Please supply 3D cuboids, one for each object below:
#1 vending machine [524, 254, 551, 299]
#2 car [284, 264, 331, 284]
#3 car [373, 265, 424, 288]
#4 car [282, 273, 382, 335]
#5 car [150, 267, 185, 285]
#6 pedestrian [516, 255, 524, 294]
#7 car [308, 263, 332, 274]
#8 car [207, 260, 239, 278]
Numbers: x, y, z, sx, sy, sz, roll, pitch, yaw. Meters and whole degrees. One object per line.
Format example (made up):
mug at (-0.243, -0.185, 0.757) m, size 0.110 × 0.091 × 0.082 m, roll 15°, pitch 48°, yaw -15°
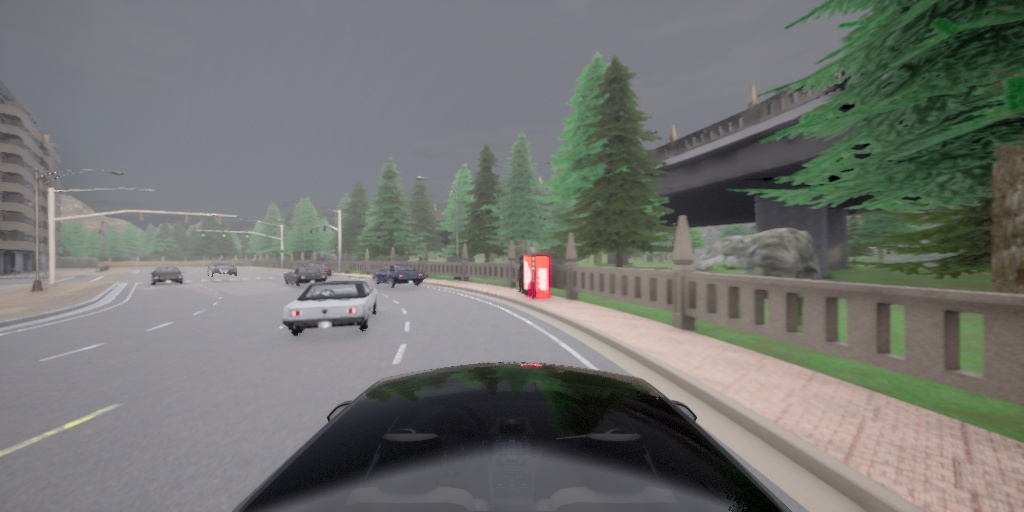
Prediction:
vending machine at (1.120, 0.922, 15.707) m, size 1.100 × 2.100 × 0.880 m, roll 0°, pitch 0°, yaw -22°
car at (-15.260, 1.493, 26.340) m, size 1.895 × 1.301 × 4.718 m, roll -1°, pitch 0°, yaw -44°
car at (-7.661, 1.263, 23.757) m, size 1.895 × 1.301 × 4.718 m, roll -1°, pitch 0°, yaw -39°
car at (-5.198, 1.399, 10.886) m, size 1.895 × 1.301 × 4.718 m, roll -1°, pitch 0°, yaw -17°
car at (-28.232, 1.581, 29.375) m, size 5.357 × 1.411 × 2.033 m, roll -1°, pitch 0°, yaw 45°
pedestrian at (0.501, 0.873, 17.101) m, size 0.375 × 1.860 × 0.375 m, roll -1°, pitch 0°, yaw -24°
car at (-19.554, 1.337, 35.604) m, size 4.181 × 1.385 × 1.994 m, roll -1°, pitch 0°, yaw 45°
car at (-25.769, 1.116, 31.857) m, size 4.892 × 1.490 × 1.837 m, roll -1°, pitch 0°, yaw 45°
